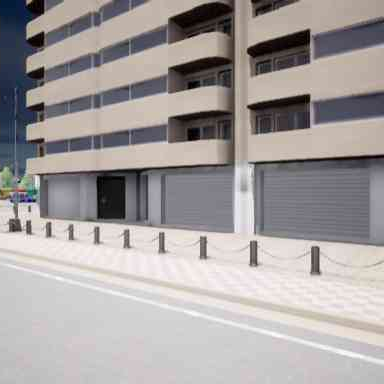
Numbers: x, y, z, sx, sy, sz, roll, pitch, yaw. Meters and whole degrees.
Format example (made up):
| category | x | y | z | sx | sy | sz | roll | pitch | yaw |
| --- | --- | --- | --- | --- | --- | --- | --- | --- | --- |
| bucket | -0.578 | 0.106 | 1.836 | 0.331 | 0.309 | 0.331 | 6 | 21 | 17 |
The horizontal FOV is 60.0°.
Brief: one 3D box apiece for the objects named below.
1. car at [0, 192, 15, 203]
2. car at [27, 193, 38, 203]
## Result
| category | x | y | z | sx | sy | sz | roll | pitch | yaw |
| --- | --- | --- | --- | --- | --- | --- | --- | --- | --- |
| car | -46.355 | 1.181 | 80.825 | 1.932 | 1.855 | 4.605 | 0 | 0 | 35 |
| car | -32.493 | 1.420 | 71.162 | 1.970 | 1.475 | 3.806 | 0 | 0 | 35 |
